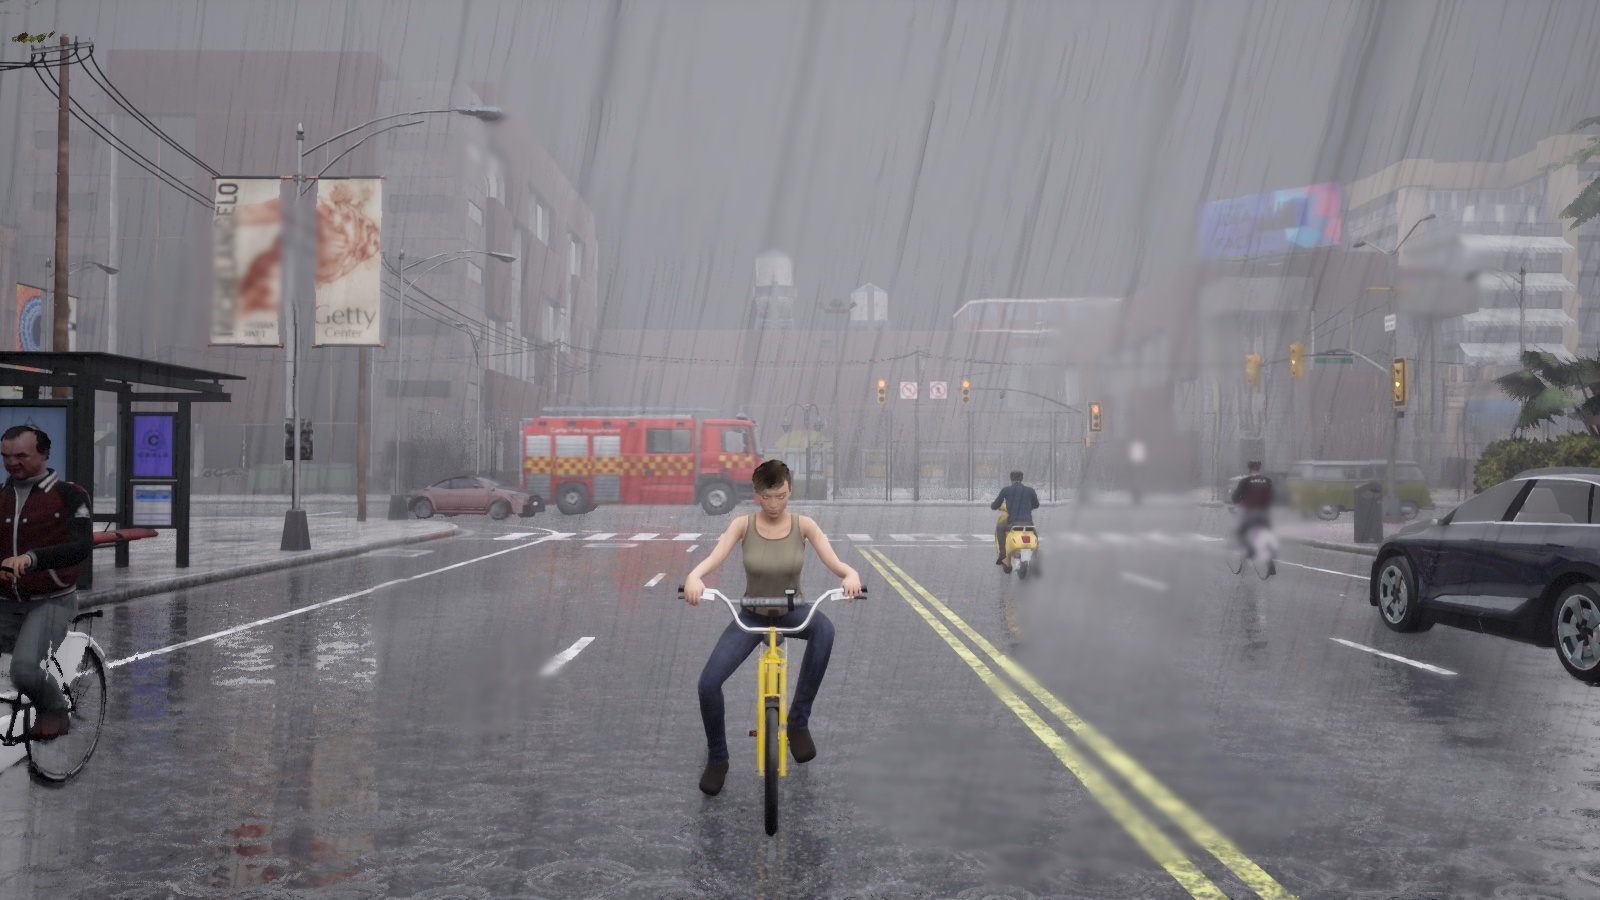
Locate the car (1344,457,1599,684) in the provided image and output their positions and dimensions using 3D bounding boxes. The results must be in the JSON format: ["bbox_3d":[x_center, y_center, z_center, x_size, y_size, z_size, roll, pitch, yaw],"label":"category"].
[{"bbox_3d":[6.807,0.900,10.864,2.033,1.649,4.856,0,-1,-1],"label":"car"}]

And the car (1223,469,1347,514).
[{"bbox_3d":[17.217,1.472,44.660,3.705,1.549,1.789,0,-1,1],"label":"car"}]

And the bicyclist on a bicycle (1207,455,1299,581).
[{"bbox_3d":[6.694,0.971,18.659,0.659,1.776,1.843,0,-1,-1],"label":"bicyclist on a bicycle"}]

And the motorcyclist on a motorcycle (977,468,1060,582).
[{"bbox_3d":[3.196,1.066,18.522,0.866,1.590,1.817,0,-1,-1],"label":"motorcyclist on a motorcycle"}]

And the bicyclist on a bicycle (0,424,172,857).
[{"bbox_3d":[-3.621,0.795,5.670,0.659,1.776,1.843,0,-1,-1],"label":"bicyclist on a bicycle"}]

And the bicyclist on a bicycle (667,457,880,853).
[{"bbox_3d":[-0.120,0.850,5.896,0.866,1.612,1.509,0,-1,-1],"label":"bicyclist on a bicycle"}]

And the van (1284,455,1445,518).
[{"bbox_3d":[18.421,1.182,41.117,4.442,1.987,1.775,0,-1,2],"label":"van"}]

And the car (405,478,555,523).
[{"bbox_3d":[-10.186,1.591,40.085,4.181,1.385,1.994,0,-1,14],"label":"car"}]

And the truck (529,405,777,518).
[{"bbox_3d":[-5.093,0.417,44.597,8.468,3.827,2.891,0,-1,0],"label":"truck"}]
